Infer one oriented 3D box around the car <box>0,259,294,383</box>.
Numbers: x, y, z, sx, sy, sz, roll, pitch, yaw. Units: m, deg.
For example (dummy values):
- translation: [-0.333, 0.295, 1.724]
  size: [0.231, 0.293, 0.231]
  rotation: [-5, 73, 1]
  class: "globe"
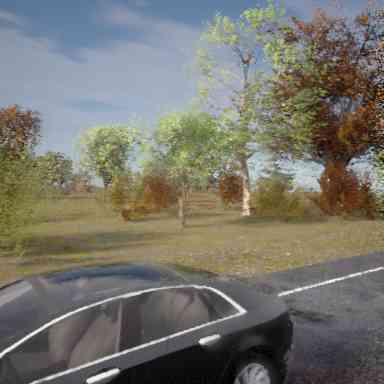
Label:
- translation: [-1.094, 1.521, 3.100]
  size: [4.892, 1.490, 1.837]
  rotation: [0, 0, -36]
  class: "car"
